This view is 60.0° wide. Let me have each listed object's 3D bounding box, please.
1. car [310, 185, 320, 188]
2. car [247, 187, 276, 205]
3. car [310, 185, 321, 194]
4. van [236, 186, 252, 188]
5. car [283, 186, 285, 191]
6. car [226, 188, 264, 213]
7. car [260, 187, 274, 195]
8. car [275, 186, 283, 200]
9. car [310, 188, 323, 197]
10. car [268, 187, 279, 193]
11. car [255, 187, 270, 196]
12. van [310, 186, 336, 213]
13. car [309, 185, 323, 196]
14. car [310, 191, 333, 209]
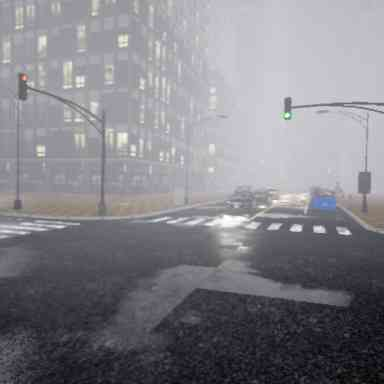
[{"bbox_3d":[19.633,-0.060,52.307,2.192,1.841,5.009,2,2,20],"label":"car"},{"bbox_3d":[7.243,0.509,34.924,2.033,1.411,5.357,2,2,19],"label":"car"},{"bbox_3d":[27.110,-0.611,73.158,2.192,1.841,5.009,2,2,20],"label":"car"},{"bbox_3d":[6.138,0.128,39.491,1.690,1.788,3.998,2,2,20],"label":"van"},{"bbox_3d":[24.825,-1.009,91.626,1.802,1.307,4.206,2,2,20],"label":"car"},{"bbox_3d":[3.933,0.695,25.717,2.128,1.511,4.902,2,2,19],"label":"car"},{"bbox_3d":[13.609,-0.212,60.348,2.008,1.369,4.403,2,2,20],"label":"car"},{"bbox_3d":[10.675,0.188,44.460,1.882,1.535,5.008,2,2,20],"label":"car"},{"bbox_3d":[21.497,0.032,57.527,1.887,1.381,4.507,2,2,20],"label":"car"},{"bbox_3d":[17.348,-0.457,70.775,1.802,1.307,4.206,2,2,20],"label":"car"},{"bbox_3d":[11.740,-0.059,55.137,1.947,1.339,4.313,2,2,20],"label":"car"},{"bbox_3d":[10.395,0.656,26.211,1.690,1.788,3.998,2,2,20],"label":"van"},{"bbox_3d":[23.372,-0.335,62.733,2.192,1.841,5.009,2,2,20],"label":"car"},{"bbox_3d":[12.174,0.719,31.459,1.887,1.381,4.507,2,2,20],"label":"car"}]
